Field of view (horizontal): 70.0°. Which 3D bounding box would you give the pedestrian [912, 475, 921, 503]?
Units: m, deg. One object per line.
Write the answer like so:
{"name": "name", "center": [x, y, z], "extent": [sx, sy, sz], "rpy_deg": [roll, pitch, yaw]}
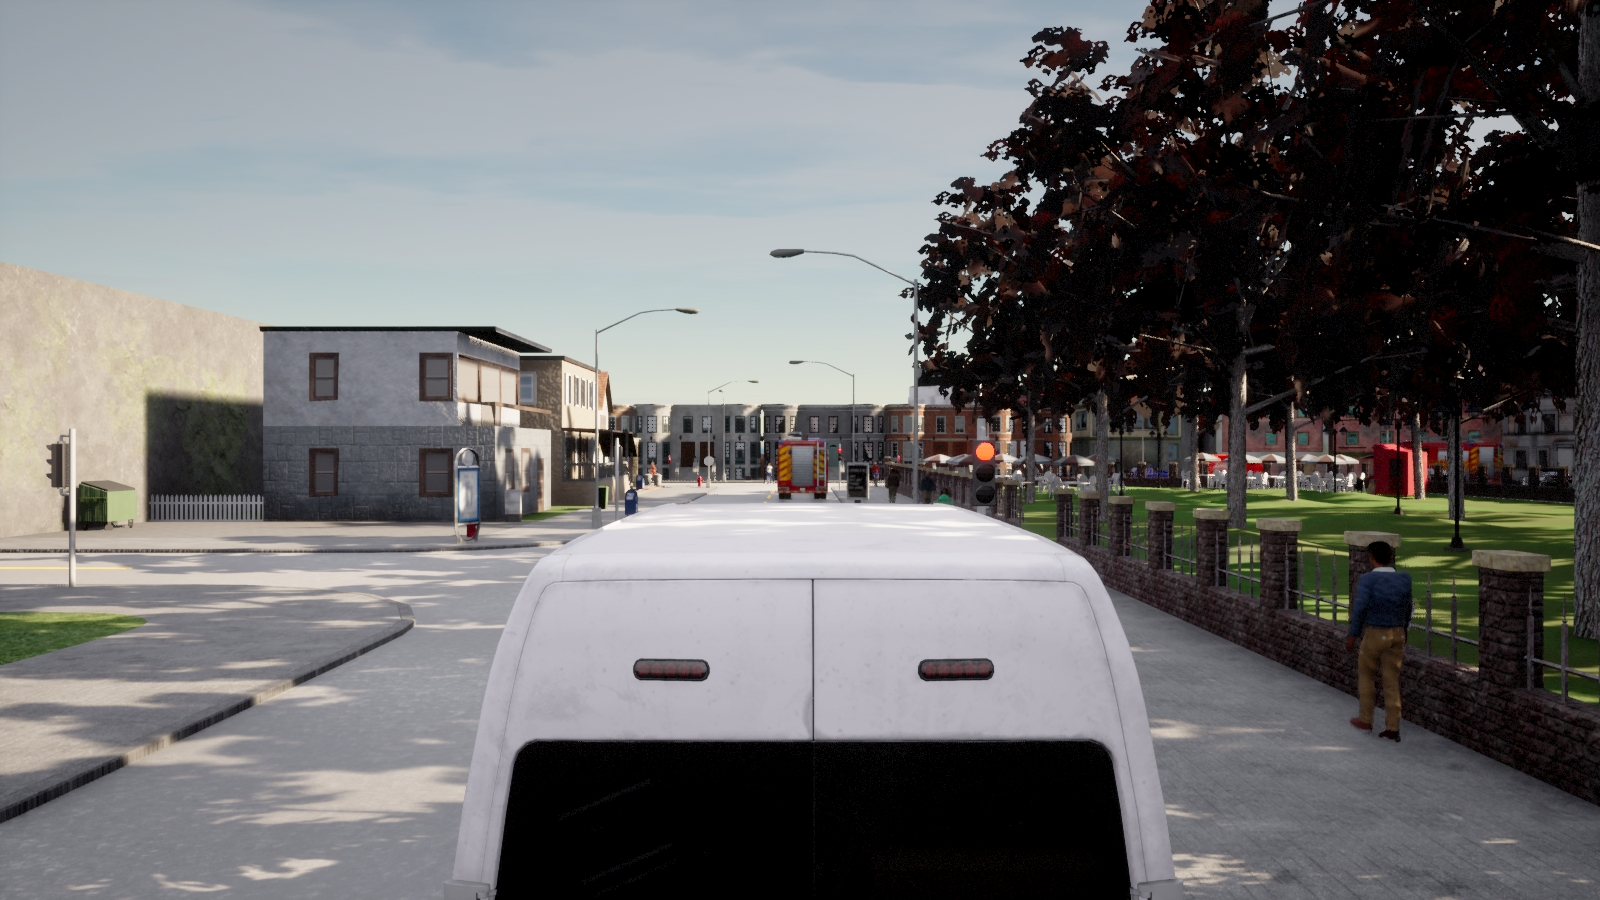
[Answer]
{"name": "pedestrian", "center": [5.445, 1.805, 53.271], "extent": [0.375, 1.300, 0.375], "rpy_deg": [0, 0, -1]}

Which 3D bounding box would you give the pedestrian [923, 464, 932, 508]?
{"name": "pedestrian", "center": [5.378, 1.525, 48.299], "extent": [0.375, 1.860, 0.375], "rpy_deg": [0, 0, 3]}

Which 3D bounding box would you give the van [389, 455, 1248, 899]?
{"name": "van", "center": [0.036, 1.314, 5.605], "extent": [1.988, 2.561, 5.915], "rpy_deg": [0, 0, 0]}

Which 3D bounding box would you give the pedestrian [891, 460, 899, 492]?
{"name": "pedestrian", "center": [5.506, 1.525, 66.203], "extent": [0.375, 1.860, 0.375], "rpy_deg": [0, 0, -2]}

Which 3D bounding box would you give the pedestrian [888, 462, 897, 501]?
{"name": "pedestrian", "center": [4.434, 1.525, 54.692], "extent": [0.375, 1.860, 0.375], "rpy_deg": [0, 0, -5]}

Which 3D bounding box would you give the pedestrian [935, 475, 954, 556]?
{"name": "pedestrian", "center": [3.388, 1.525, 26.708], "extent": [0.375, 1.860, 0.375], "rpy_deg": [0, 0, 19]}

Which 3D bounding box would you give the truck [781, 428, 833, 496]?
{"name": "truck", "center": [0.406, 0.670, 68.058], "extent": [2.891, 3.827, 8.468], "rpy_deg": [0, 0, 0]}

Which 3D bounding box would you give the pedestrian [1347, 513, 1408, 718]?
{"name": "pedestrian", "center": [5.383, 1.526, 10.657], "extent": [0.375, 1.860, 0.375], "rpy_deg": [0, 0, 0]}
